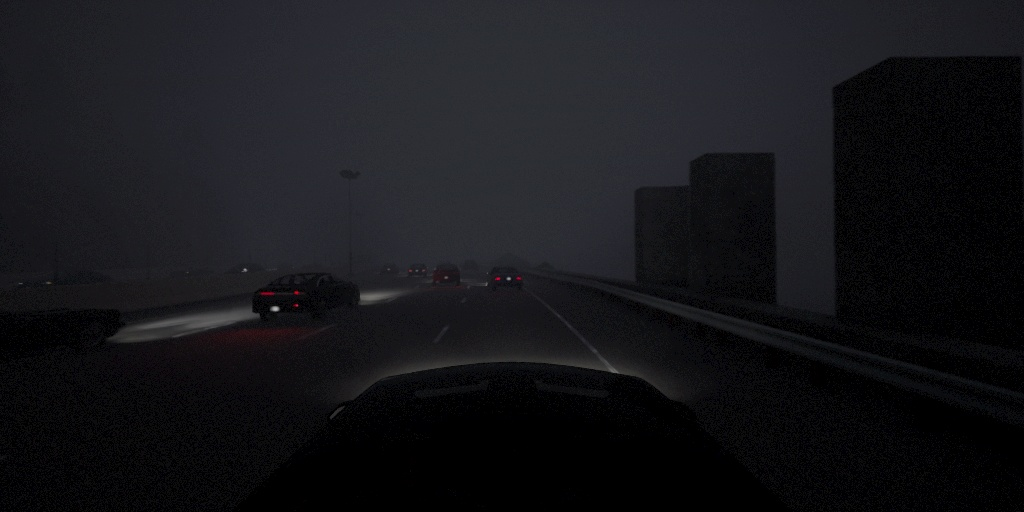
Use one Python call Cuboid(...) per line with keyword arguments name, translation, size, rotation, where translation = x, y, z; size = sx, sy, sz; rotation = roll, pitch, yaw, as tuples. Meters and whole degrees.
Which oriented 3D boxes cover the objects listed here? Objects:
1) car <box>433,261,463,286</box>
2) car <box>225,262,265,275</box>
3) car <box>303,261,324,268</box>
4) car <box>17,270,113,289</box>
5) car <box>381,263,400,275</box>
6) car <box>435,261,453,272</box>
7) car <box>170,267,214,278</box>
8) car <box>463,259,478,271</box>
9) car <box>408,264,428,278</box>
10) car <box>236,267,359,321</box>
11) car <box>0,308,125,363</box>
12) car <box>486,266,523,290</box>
Cuboid(name="car", translation=(-4.858, 1.334, 26.995), size=(1.882, 1.535, 5.008), rotation=(0, 0, -8))
Cuboid(name="car", translation=(-28.376, 1.508, 38.231), size=(2.097, 1.767, 4.553), rotation=(-1, 0, -12))
Cuboid(name="car", translation=(-27.419, 1.729, 49.254), size=(1.994, 1.385, 4.181), rotation=(-1, 0, -15))
Cuboid(name="car", translation=(-29.491, 1.666, 23.938), size=(1.812, 1.442, 4.674), rotation=(-1, 0, -8))
Cuboid(name="car", translation=(-15.152, 1.576, 44.633), size=(1.994, 1.385, 4.181), rotation=(0, 0, -14))
Cuboid(name="car", translation=(-10.087, 1.461, 53.192), size=(2.128, 1.511, 4.902), rotation=(0, 0, -16))
Cuboid(name="car", translation=(-35.974, 1.850, 40.424), size=(1.895, 1.301, 4.718), rotation=(-1, 0, -12))
Cuboid(name="car", translation=(-6.307, 1.275, 52.328), size=(2.097, 1.767, 4.553), rotation=(-1, 0, -15))
Cuboid(name="car", translation=(-9.721, 1.481, 37.114), size=(2.033, 1.411, 5.357), rotation=(-1, 0, -12))
Cuboid(name="car", translation=(-7.164, 1.348, 13.022), size=(2.128, 1.511, 4.902), rotation=(0, 0, -4))
Cuboid(name="car", translation=(-10.180, 1.480, 6.414), size=(1.895, 1.301, 4.718), rotation=(-1, 0, -2))
Cuboid(name="car", translation=(-0.543, 1.345, 22.777), size=(2.033, 1.411, 5.357), rotation=(-1, 0, -8))
